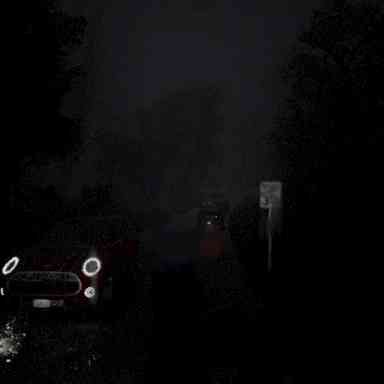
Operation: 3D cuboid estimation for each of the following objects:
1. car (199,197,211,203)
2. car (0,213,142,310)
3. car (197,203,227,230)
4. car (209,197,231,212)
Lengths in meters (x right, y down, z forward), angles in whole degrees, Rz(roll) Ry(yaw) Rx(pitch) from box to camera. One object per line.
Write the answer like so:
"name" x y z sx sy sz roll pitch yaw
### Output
"car" 2.263 1.483 49.762 2.128 1.511 4.902 1 2 11
"car" -2.618 1.432 8.223 2.097 1.767 4.553 0 -1 2
"car" 1.400 1.808 24.007 1.837 1.490 4.892 0 0 5
"car" 3.801 1.699 41.889 2.128 1.511 4.902 0 1 9
